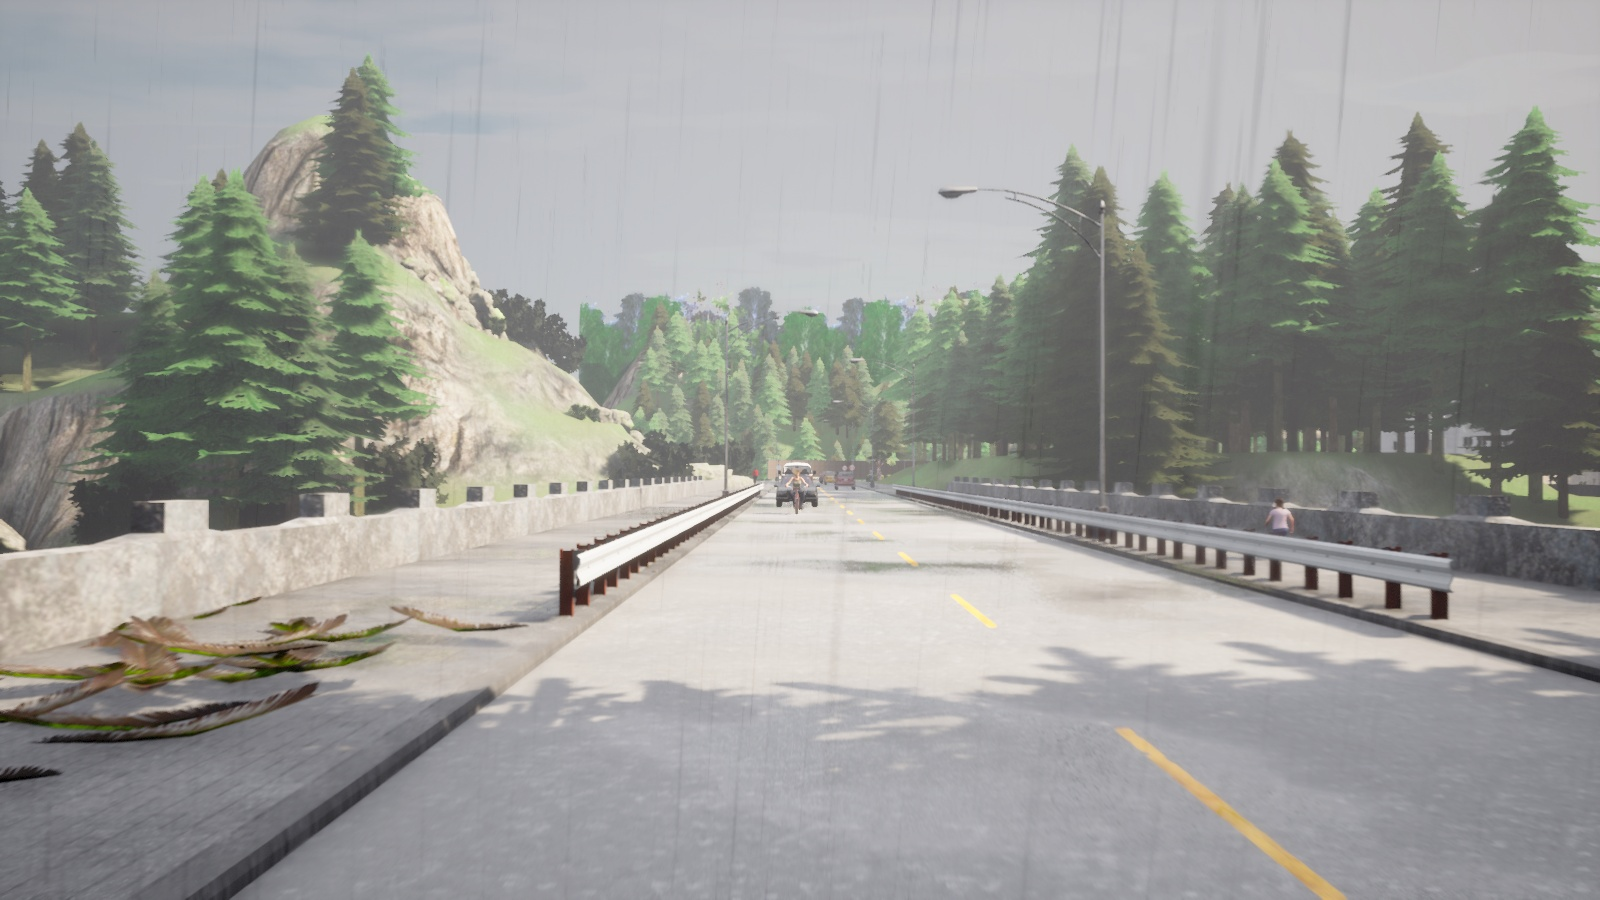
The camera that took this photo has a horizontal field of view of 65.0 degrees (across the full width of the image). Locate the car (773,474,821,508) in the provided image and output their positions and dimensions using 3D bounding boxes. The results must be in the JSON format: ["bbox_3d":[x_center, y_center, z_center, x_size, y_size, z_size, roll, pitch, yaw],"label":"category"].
[{"bbox_3d":[-0.120,1.795,55.698,2.033,1.411,5.357,0,-1,0],"label":"car"}]

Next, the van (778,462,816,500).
[{"bbox_3d":[-0.152,1.716,70.178,2.069,2.038,4.480,0,-1,0],"label":"van"}]

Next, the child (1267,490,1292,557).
[{"bbox_3d":[8.073,1.226,21.147,0.255,1.110,0.394,0,-1,-3],"label":"child"}]
